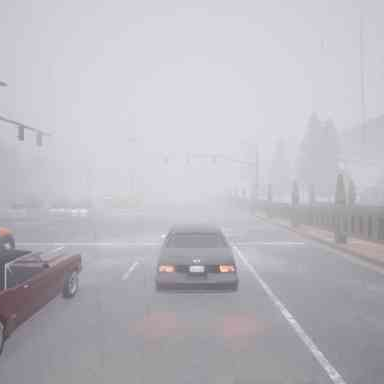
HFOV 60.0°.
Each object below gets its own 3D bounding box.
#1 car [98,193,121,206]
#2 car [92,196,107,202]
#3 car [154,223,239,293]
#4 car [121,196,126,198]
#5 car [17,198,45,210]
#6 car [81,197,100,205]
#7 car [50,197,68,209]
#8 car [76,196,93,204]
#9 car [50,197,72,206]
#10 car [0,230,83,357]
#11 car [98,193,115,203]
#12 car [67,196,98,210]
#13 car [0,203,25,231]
[{"bbox_3d":[-14.137,1.223,55.888,2.150,2.045,5.566,0,0,0],"label":"car"},{"bbox_3d":[-21.083,1.540,75.930,2.033,1.411,5.357,0,0,0],"label":"car"},{"bbox_3d":[0.090,1.547,8.994,2.033,1.411,5.357,0,0,0],"label":"car"},{"bbox_3d":[-14.098,1.526,66.087,1.812,1.442,4.674,0,0,0],"label":"car"},{"bbox_3d":[-21.279,1.548,43.452,2.033,1.411,5.357,0,0,3],"label":"car"},{"bbox_3d":[-17.627,1.601,58.150,1.895,1.301,4.718,0,0,0],"label":"car"},{"bbox_3d":[-17.634,1.563,45.374,1.994,1.385,4.181,0,0,0],"label":"car"},{"bbox_3d":[-21.082,1.564,65.165,1.994,1.385,4.181,0,0,0],"label":"car"},{"bbox_3d":[-21.143,1.526,53.881,1.812,1.442,4.674,0,0,0],"label":"car"},{"bbox_3d":[-3.406,1.601,5.537,1.895,1.301,4.718,0,0,0],"label":"car"},{"bbox_3d":[-17.575,1.225,68.788,2.150,2.045,5.566,0,0,0],"label":"car"},{"bbox_3d":[-14.139,1.563,43.332,1.994,1.385,4.181,0,0,0],"label":"car"},{"bbox_3d":[-6.910,1.352,9.201,2.097,1.767,4.553,0,0,0],"label":"car"}]
